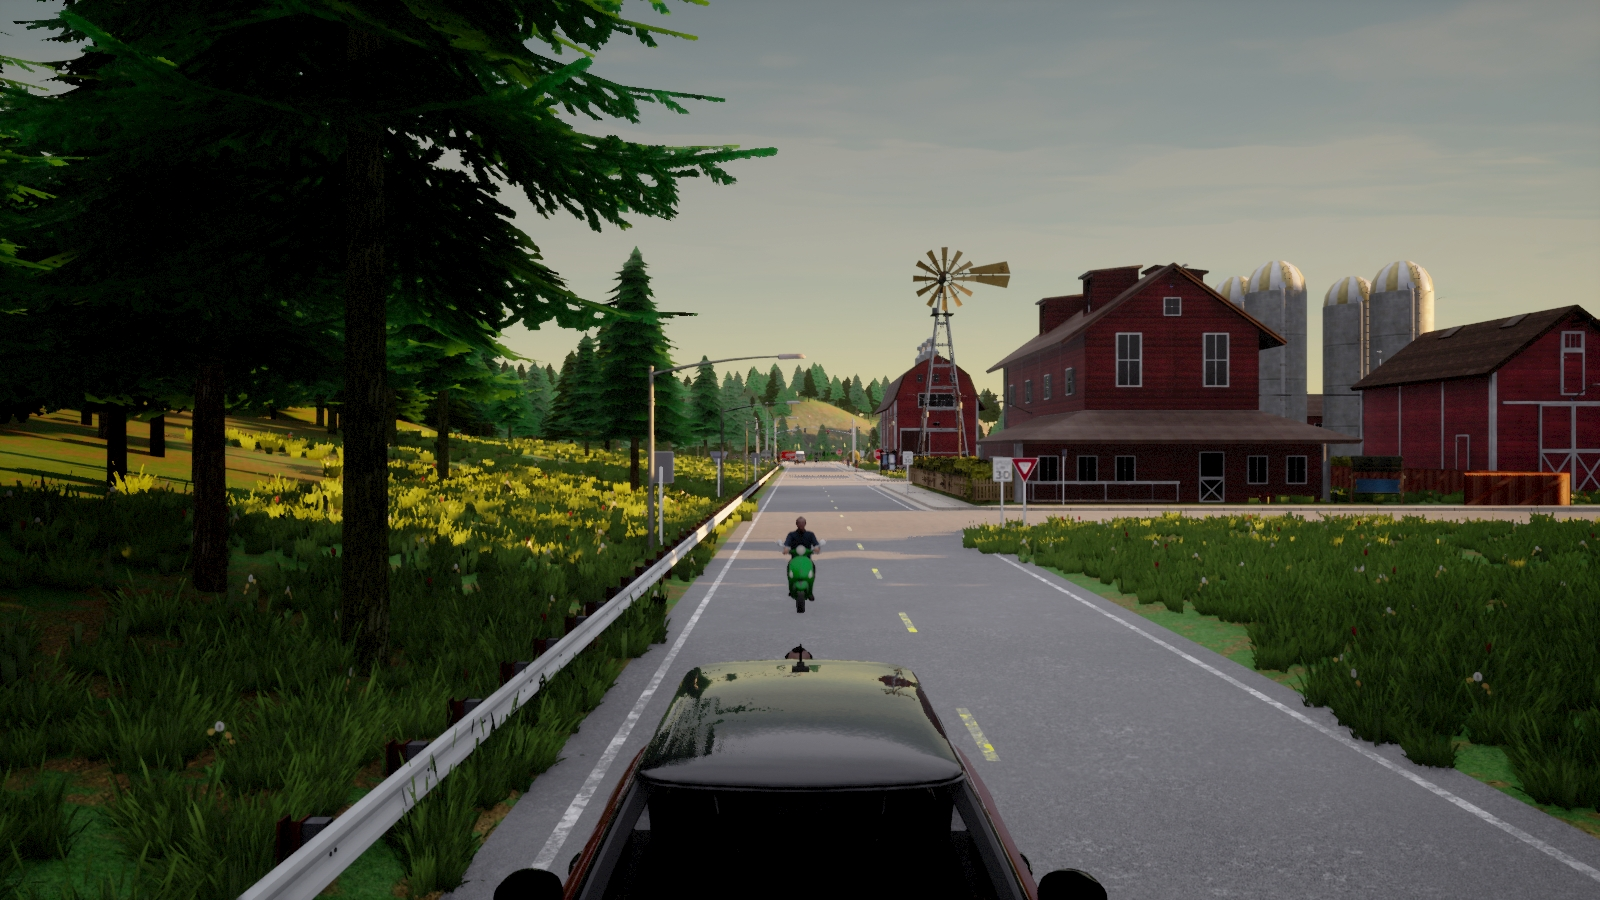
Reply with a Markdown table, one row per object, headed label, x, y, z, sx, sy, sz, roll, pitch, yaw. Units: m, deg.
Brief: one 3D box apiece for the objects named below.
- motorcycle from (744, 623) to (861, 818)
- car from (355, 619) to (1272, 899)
| label | x | y | z | sx | sy | sz | roll | pitch | yaw |
| --- | --- | --- | --- | --- | --- | --- | --- | --- | --- |
| motorcycle | 0.014 | 2.231 | 9.841 | 0.867 | 1.251 | 2.209 | -1 | -3 | 0 |
| car | 0.032 | 1.899 | 4.503 | 2.097 | 1.767 | 4.553 | 0 | 0 | 0 |
